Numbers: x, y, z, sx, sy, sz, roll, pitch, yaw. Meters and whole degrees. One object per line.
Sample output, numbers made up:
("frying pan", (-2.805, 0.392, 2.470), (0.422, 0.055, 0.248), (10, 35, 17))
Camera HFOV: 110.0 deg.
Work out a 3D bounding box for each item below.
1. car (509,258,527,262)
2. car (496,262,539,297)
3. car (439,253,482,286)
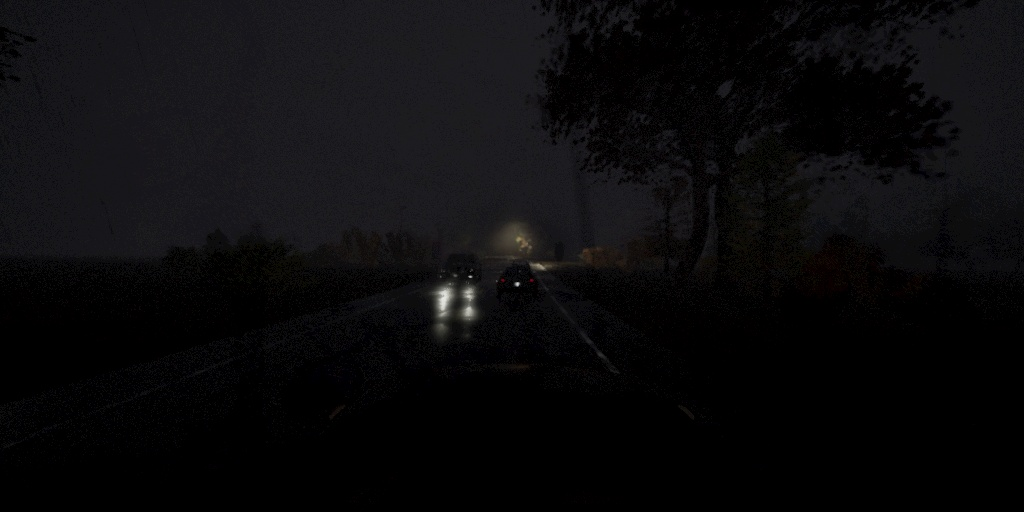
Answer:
("car", (0.813, 1.111, 35.772), (1.895, 1.301, 4.718), (0, 0, 2))
("car", (0.276, 1.196, 17.910), (1.994, 1.385, 4.181), (0, 0, 1))
("car", (-3.277, 0.802, 24.005), (2.150, 2.045, 5.566), (0, 0, 2))
